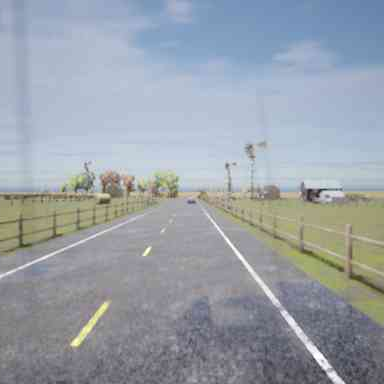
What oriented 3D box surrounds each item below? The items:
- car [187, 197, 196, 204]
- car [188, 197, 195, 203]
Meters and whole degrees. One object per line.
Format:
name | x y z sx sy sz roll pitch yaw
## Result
car | -0.127 2.092 78.171 1.994 1.385 4.181 0 0 0
car | -0.144 2.013 88.175 1.812 1.442 4.674 0 0 0
